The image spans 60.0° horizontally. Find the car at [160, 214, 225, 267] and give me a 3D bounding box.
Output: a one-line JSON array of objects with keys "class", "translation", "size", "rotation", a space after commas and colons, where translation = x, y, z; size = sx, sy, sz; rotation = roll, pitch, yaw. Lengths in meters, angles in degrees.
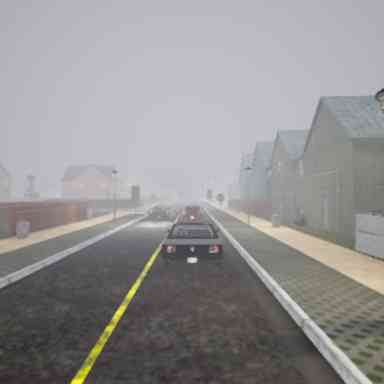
[{"class": "car", "translation": [0.038, 1.696, 11.797], "size": [1.895, 1.301, 4.718], "rotation": [0, 0, 1]}]

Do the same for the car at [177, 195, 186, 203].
[{"class": "car", "translation": [-2.764, 1.877, 89.259], "size": [2.150, 2.045, 5.566], "rotation": [0, 0, 0]}]

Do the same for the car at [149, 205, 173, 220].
[{"class": "car", "translation": [-2.797, 1.847, 30.837], "size": [1.895, 1.301, 4.718], "rotation": [0, 0, 1]}]

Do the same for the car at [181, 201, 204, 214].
[{"class": "car", "translation": [0.040, 1.745, 27.339], "size": [1.812, 1.442, 4.674], "rotation": [0, 0, 1]}]
